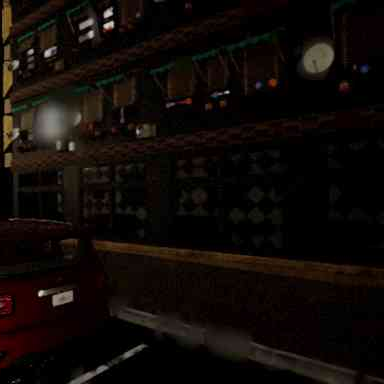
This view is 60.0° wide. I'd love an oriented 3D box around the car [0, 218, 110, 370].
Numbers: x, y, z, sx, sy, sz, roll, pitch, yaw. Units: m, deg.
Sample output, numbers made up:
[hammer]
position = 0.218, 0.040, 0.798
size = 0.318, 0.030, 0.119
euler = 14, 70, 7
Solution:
[car]
position = -3.468, 1.353, 5.324
size = 5.009, 1.841, 2.192
euler = 0, -1, 35
